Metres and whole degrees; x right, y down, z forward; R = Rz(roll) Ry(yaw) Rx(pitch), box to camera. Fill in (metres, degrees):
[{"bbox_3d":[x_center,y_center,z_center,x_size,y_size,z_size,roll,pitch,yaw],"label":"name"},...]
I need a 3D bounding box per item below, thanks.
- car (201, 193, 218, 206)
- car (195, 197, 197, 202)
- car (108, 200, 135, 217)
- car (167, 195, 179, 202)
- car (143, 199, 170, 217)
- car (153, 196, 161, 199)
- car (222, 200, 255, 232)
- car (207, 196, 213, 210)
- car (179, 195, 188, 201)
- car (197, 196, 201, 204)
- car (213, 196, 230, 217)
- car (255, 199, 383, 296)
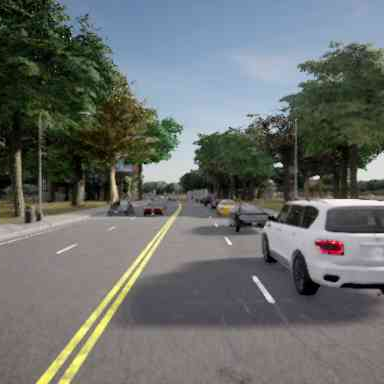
[{"bbox_3d":[3.063,1.207,52.895,2.150,2.045,5.566,0,0,-2],"label":"car"},{"bbox_3d":[1.841,1.621,75.063,2.033,1.411,5.357,0,0,-7],"label":"car"},{"bbox_3d":[-6.596,1.487,31.385,1.812,1.442,4.674,0,0,0],"label":"car"},{"bbox_3d":[-4.334,1.554,71.218,1.895,1.301,4.718,0,0,-4],"label":"car"},{"bbox_3d":[-3.346,1.562,30.611,1.895,1.301,4.718,0,0,0],"label":"car"},{"bbox_3d":[-7.636,1.557,72.461,2.128,1.511,4.902,0,0,-4],"label":"car"},{"bbox_3d":[3.252,1.454,19.720,2.128,1.511,4.902,0,0,0],"label":"car"},{"bbox_3d":[3.248,1.570,41.778,1.895,1.301,4.718,0,0,0],"label":"car"},{"bbox_3d":[-2.185,1.529,84.892,1.882,1.535,5.008,0,0,-6],"label":"car"},{"bbox_3d":[2.618,1.452,63.973,2.033,1.649,4.856,0,0,-3],"label":"car"},{"bbox_3d":[3.253,1.418,30.912,1.801,1.575,5.366,0,0,0],"label":"car"},{"bbox_3d":[3.351,1.196,8.682,2.150,2.045,5.566,0,0,0],"label":"car"}]
